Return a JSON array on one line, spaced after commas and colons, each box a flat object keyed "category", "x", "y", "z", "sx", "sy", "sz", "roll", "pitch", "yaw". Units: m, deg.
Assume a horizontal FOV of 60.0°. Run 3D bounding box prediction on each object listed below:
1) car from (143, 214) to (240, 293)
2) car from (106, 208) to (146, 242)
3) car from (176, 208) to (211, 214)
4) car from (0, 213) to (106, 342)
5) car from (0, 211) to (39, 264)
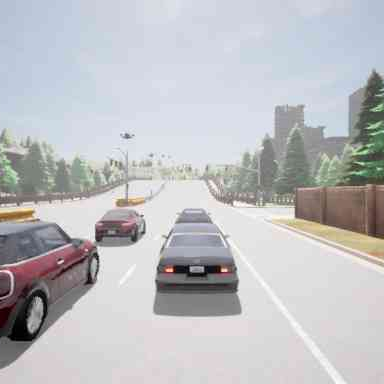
[{"category": "car", "x": 0.100, "y": 1.547, "z": 8.965, "sx": 2.033, "sy": 1.411, "sz": 5.357, "roll": 0, "pitch": 0, "yaw": 0}, {"category": "car", "x": -3.402, "y": 1.526, "z": 16.255, "sx": 1.812, "sy": 1.442, "sz": 4.674, "roll": 0, "pitch": 0, "yaw": -1}, {"category": "car", "x": 0.101, "y": 1.564, "z": 18.205, "sx": 1.994, "sy": 1.385, "sz": 4.181, "roll": 0, "pitch": 0, "yaw": 0}, {"category": "car", "x": -3.401, "y": 1.351, "z": 6.631, "sx": 2.097, "sy": 1.767, "sz": 4.553, "roll": 0, "pitch": 0, "yaw": 0}, {"category": "car", "x": -6.900, "y": 1.507, "z": 10.546, "sx": 1.837, "sy": 1.490, "sz": 4.892, "roll": 0, "pitch": 0, "yaw": 0}]
